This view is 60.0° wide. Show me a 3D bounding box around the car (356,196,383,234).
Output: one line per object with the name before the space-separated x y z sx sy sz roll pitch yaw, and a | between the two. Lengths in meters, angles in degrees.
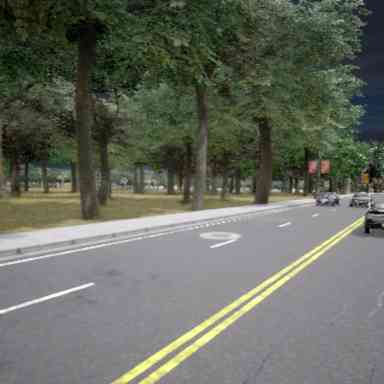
car | 9.693 1.194 16.345 2.128 1.511 4.902 2 2 33

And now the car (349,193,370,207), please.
car | 18.080 0.852 35.438 1.837 1.490 4.892 2 1 33

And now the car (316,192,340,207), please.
car | 15.152 0.760 36.894 2.128 1.511 4.902 2 1 33
